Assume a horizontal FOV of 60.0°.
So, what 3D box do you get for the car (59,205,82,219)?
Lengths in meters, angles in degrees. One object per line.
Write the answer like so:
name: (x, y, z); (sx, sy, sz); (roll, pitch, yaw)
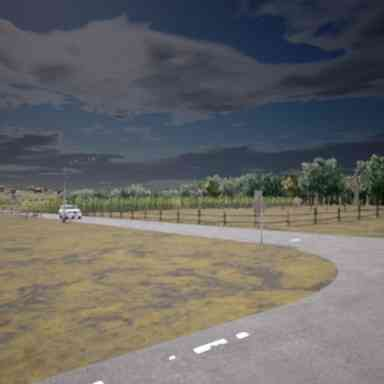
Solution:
car: (-18.401, 3.019, 50.159); (2.150, 2.045, 5.566); (1, -3, -36)
